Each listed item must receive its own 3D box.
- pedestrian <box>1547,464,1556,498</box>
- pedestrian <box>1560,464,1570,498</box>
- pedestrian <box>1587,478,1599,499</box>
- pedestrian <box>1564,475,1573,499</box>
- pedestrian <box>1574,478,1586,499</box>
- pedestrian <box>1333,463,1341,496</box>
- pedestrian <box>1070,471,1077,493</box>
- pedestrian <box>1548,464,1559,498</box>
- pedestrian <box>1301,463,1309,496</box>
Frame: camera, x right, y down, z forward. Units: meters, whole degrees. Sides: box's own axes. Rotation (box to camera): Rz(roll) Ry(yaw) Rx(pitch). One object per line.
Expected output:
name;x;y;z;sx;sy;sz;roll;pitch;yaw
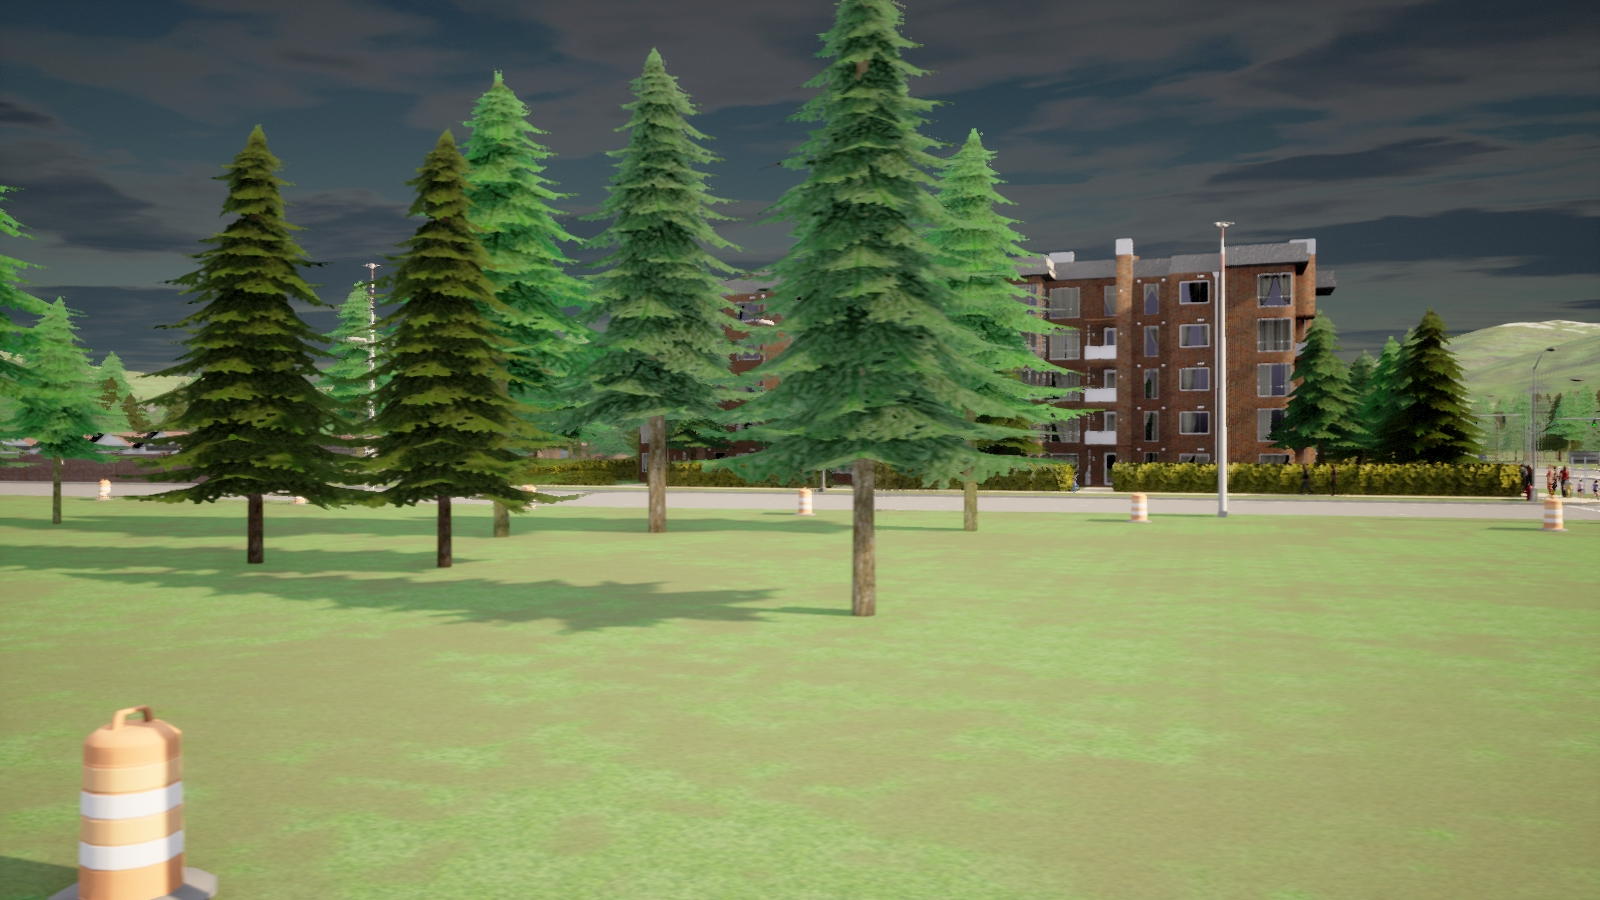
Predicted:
pedestrian;41.295;1.697;62.802;0.375;1.860;0.375;0;0;41
pedestrian;41.998;1.697;62.732;0.375;1.860;0.375;0;0;27
pedestrian;42.406;2.070;60.921;0.500;1.100;0.500;0;0;0
pedestrian;41.343;1.977;61.436;0.375;1.300;0.375;0;0;28
pedestrian;42.288;2.075;61.911;0.500;1.100;0.500;0;0;30
pedestrian;30.784;1.697;65.526;0.375;1.860;0.375;0;0;20
pedestrian;16.928;1.977;70.619;0.375;1.300;0.375;0;0;23
pedestrian;41.756;1.696;63.318;0.375;1.860;0.375;0;0;8
pedestrian;29.233;1.697;66.135;0.375;1.860;0.375;0;0;20
